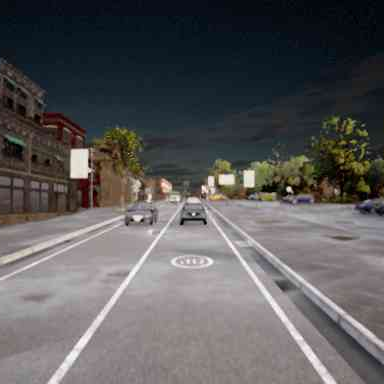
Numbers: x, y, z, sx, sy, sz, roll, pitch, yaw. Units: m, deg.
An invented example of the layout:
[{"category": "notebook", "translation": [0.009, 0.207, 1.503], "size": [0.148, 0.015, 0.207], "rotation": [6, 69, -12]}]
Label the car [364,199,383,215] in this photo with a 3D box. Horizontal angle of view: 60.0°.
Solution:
[{"category": "car", "translation": [18.706, 1.376, 29.847], "size": [4.892, 1.521, 2.231], "rotation": [0, 0, 0]}]

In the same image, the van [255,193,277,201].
[{"category": "van", "translation": [18.447, 1.146, 81.425], "size": [4.442, 1.987, 1.878], "rotation": [0, -1, 0]}]

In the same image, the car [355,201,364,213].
[{"category": "car", "translation": [18.711, 1.405, 33.123], "size": [4.674, 1.452, 2.002], "rotation": [0, 0, 0]}]

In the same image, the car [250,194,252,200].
[{"category": "car", "translation": [18.707, 1.453, 86.878], "size": [5.366, 1.575, 1.946], "rotation": [0, -1, 0]}]

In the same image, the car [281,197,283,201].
[{"category": "car", "translation": [18.697, 1.328, 60.629], "size": [4.674, 1.452, 2.002], "rotation": [0, 0, 0]}]

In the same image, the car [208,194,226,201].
[{"category": "car", "translation": [6.300, 1.293, 84.894], "size": [4.553, 1.767, 2.185], "rotation": [0, -1, 0]}]

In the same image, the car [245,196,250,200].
[{"category": "car", "translation": [18.448, 1.321, 92.598], "size": [5.566, 2.045, 2.435], "rotation": [0, -2, -1]}]

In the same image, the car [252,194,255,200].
[{"category": "car", "translation": [18.727, 1.409, 84.218], "size": [5.366, 1.575, 1.946], "rotation": [0, -1, 0]}]

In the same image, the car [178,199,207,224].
[{"category": "car", "translation": [0.105, 1.486, 24.060], "size": [2.033, 1.411, 5.357], "rotation": [0, 0, 0]}]

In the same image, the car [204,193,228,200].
[{"category": "car", "translation": [6.107, 1.374, 81.973], "size": [5.366, 1.575, 1.946], "rotation": [0, -1, 0]}]

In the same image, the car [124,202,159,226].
[{"category": "car", "translation": [-3.344, 1.433, 22.807], "size": [2.128, 1.511, 4.902], "rotation": [0, 0, 0]}]

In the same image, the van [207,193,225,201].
[{"category": "van", "translation": [6.361, 1.249, 87.933], "size": [4.442, 1.987, 1.878], "rotation": [0, -1, 0]}]

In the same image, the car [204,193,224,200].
[{"category": "car", "translation": [6.217, 1.357, 94.124], "size": [5.566, 2.045, 2.435], "rotation": [0, -1, -1]}]

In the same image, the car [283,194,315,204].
[{"category": "car", "translation": [18.767, 1.170, 57.458], "size": [4.553, 1.767, 2.185], "rotation": [0, 0, 0]}]

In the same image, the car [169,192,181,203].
[{"category": "car", "translation": [-3.256, 1.051, 64.174], "size": [2.150, 2.045, 5.566], "rotation": [0, 0, 0]}]
